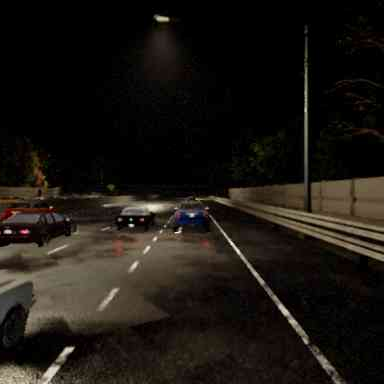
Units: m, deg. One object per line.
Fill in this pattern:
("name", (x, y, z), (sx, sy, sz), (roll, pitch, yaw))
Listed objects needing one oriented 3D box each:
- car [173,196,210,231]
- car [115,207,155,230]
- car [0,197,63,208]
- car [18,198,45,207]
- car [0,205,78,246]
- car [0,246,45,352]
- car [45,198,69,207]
("car", (-0.017, 1.352, 20.778), (2.097, 1.767, 4.553), (0, 0, 0))
("car", (-3.415, 1.600, 20.927), (1.895, 1.301, 4.718), (0, 0, 0))
("car", (-10.420, 1.348, 21.948), (2.097, 1.767, 4.553), (0, 0, 0))
("car", (-24.579, 1.623, 51.165), (1.895, 1.301, 4.718), (0, 0, 1))
("car", (-6.913, 1.544, 14.999), (2.033, 1.411, 5.357), (0, 0, 0))
("car", (-3.404, 1.599, 3.205), (1.895, 1.301, 4.718), (0, 0, 0))
("car", (-21.096, 1.589, 52.065), (1.994, 1.385, 4.181), (0, 0, 0))
